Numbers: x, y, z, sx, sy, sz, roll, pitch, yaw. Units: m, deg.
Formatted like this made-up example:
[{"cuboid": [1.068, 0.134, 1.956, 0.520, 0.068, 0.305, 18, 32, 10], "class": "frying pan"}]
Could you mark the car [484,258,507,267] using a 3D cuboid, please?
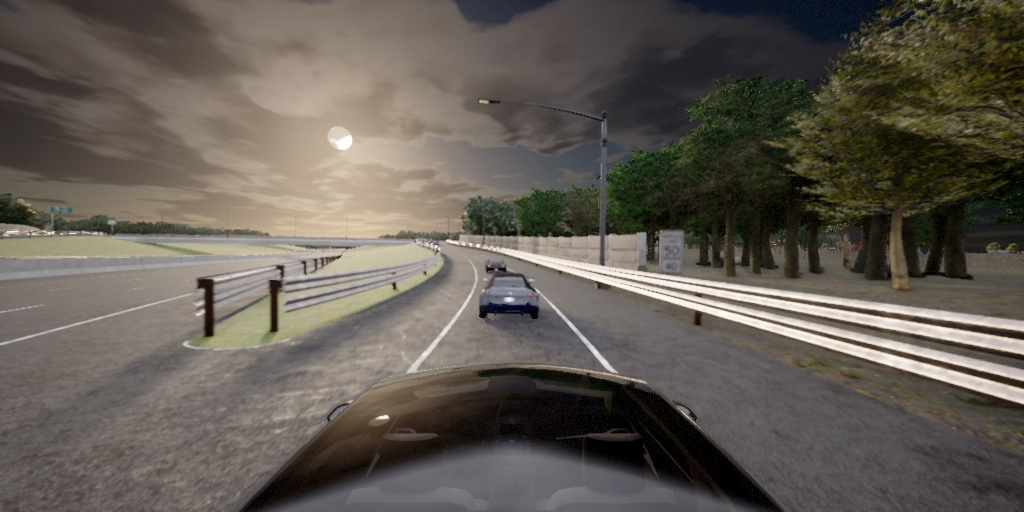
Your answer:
[{"cuboid": [-1.670, 0.839, 34.012, 1.895, 1.301, 4.718, 0, 2, -7], "class": "car"}]

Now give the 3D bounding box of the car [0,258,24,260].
[{"cuboid": [-47.684, 0.855, 33.635, 2.033, 1.411, 5.357, 0, 0, -24], "class": "car"}]

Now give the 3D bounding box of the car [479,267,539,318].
[{"cuboid": [-0.141, 1.300, 13.057, 1.994, 1.385, 4.181, 1, 0, -2], "class": "car"}]
